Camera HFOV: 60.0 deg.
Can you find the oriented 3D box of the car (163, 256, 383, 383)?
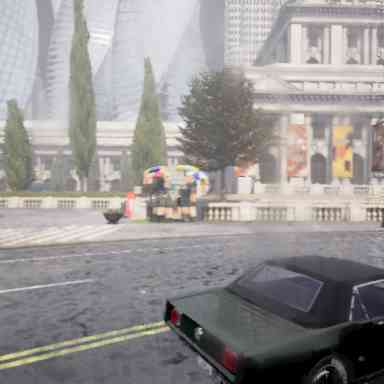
[{"bbox_3d":[2.111,1.612,4.674,4.718,1.301,1.895,0,0,-27],"label":"car"}]
